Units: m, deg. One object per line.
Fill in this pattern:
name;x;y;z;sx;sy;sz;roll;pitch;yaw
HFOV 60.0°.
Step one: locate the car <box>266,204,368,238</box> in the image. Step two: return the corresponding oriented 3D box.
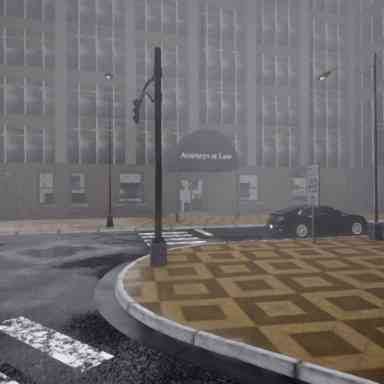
car;6.012;1.321;15.951;4.892;1.490;1.837;0;0;-14
